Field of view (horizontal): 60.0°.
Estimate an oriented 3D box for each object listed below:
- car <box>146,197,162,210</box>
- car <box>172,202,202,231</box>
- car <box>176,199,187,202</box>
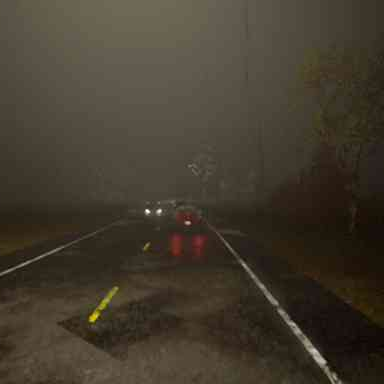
[{"bbox_3d":[-5.356,1.539,46.994,2.097,1.767,4.553,0,0,-4],"label":"car"},{"bbox_3d":[-0.338,1.630,21.566,1.812,1.442,4.674,0,0,-2],"label":"car"},{"bbox_3d":[-1.313,1.674,40.792,1.837,1.490,4.892,0,0,-4],"label":"car"}]
